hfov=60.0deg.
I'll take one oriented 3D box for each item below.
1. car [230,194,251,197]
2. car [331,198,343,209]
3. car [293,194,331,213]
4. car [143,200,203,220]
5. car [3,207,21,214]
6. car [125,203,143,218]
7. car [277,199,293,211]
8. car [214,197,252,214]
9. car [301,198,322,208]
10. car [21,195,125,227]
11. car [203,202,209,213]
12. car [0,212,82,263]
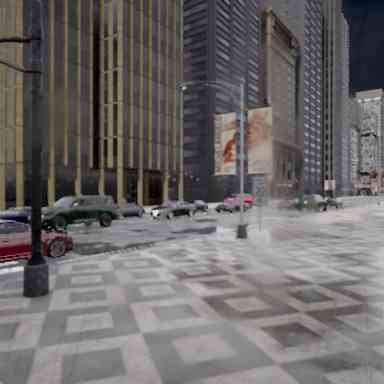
[{"bbox_3d":[6.210,1.274,44.951,2.150,2.045,5.566,0,0,37],"label":"car"},{"bbox_3d":[20.457,1.586,47.994,1.837,1.490,4.892,0,0,36],"label":"car"},{"bbox_3d":[14.275,1.287,39.304,2.150,2.045,5.566,0,0,36],"label":"car"},{"bbox_3d":[-1.519,1.524,28.665,2.128,1.511,4.902,0,0,36],"label":"car"},{"bbox_3d":[-11.007,1.614,21.013,1.895,1.301,4.718,0,0,36],"label":"car"},{"bbox_3d":[-5.870,1.588,28.177,1.994,1.385,4.181,0,0,35],"label":"car"},{"bbox_3d":[12.567,1.611,42.474,2.033,1.411,5.357,0,0,36],"label":"car"},{"bbox_3d":[4.602,1.594,37.184,2.033,1.411,5.357,0,0,35],"label":"car"},{"bbox_3d":[18.058,1.641,50.226,1.994,1.385,4.181,0,0,36],"label":"car"},{"bbox_3d":[-7.205,1.242,20.737,2.150,2.045,5.566,0,0,36],"label":"car"},{"bbox_3d":[0.060,1.564,36.434,1.812,1.442,4.674,0,0,36],"label":"car"},{"bbox_3d":[-6.059,1.583,10.835,1.994,1.385,4.181,0,0,36],"label":"car"}]
